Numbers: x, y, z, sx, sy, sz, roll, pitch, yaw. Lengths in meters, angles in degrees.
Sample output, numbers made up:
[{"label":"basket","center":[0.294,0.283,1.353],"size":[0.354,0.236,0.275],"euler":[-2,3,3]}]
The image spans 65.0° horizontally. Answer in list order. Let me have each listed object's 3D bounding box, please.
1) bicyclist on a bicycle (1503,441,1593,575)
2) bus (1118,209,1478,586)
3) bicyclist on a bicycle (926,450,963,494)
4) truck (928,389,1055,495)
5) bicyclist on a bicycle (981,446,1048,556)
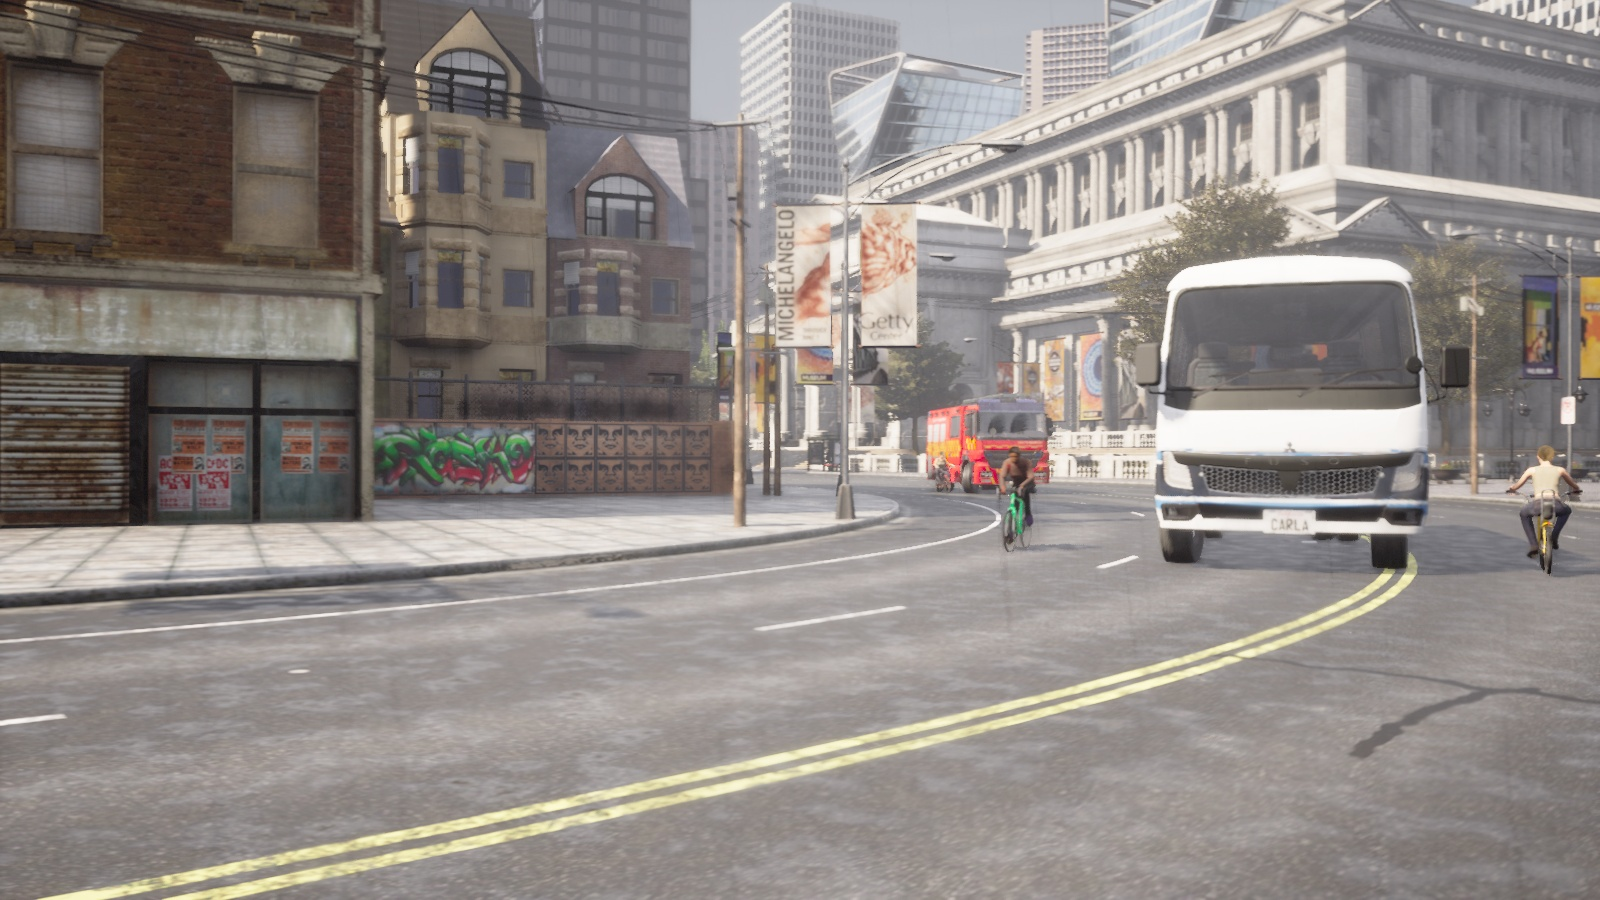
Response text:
[{"label":"bicyclist on a bicycle","center":[9.496,0.708,15.989],"size":[0.866,1.612,1.509],"euler":[-1,0,27]},{"label":"bus","center":[7.410,-0.587,19.665],"size":[3.944,4.253,10.273],"euler":[0,0,19]},{"label":"bicyclist on a bicycle","center":[5.427,0.820,47.100],"size":[0.866,1.612,1.509],"euler":[-1,0,-15]},{"label":"truck","center":[7.398,-0.277,49.822],"size":[2.891,3.827,8.468],"euler":[0,0,-6]},{"label":"bicyclist on a bicycle","center":[3.330,0.752,19.376],"size":[0.582,1.620,1.656],"euler":[-1,0,25]}]
